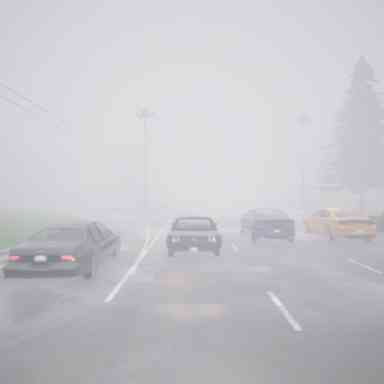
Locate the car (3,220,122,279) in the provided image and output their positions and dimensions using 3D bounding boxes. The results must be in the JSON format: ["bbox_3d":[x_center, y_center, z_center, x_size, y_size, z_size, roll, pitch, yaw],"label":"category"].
[{"bbox_3d":[-3.486,1.561,10.055,2.033,1.411,5.357,0,0,-1],"label":"car"}]

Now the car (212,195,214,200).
[{"bbox_3d":[4.928,1.449,93.318,1.882,1.535,5.008,0,0,17],"label":"car"}]

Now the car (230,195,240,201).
[{"bbox_3d":[11.957,1.610,92.482,2.033,1.411,5.357,0,0,17],"label":"car"}]

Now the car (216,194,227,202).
[{"bbox_3d":[6.994,1.627,82.592,1.812,1.442,4.674,0,0,2],"label":"car"}]

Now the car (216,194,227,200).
[{"bbox_3d":[8.323,1.329,92.473,2.097,1.767,4.553,0,0,17],"label":"car"}]

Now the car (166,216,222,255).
[{"bbox_3d":[0.080,1.618,13.286,1.895,1.301,4.718,0,0,0],"label":"car"}]

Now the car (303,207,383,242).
[{"bbox_3d":[7.088,1.499,16.502,1.882,1.535,5.008,0,0,0],"label":"car"}]

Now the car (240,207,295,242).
[{"bbox_3d":[3.588,1.499,16.496,1.882,1.535,5.008,0,0,0],"label":"car"}]

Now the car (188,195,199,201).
[{"bbox_3d":[0.010,1.657,83.595,1.994,1.385,4.181,0,0,2],"label":"car"}]

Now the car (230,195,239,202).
[{"bbox_3d":[10.488,1.602,82.204,1.837,1.490,4.892,0,0,2],"label":"car"}]

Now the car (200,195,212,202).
[{"bbox_3d":[3.505,1.604,83.297,1.837,1.490,4.892,0,0,2],"label":"car"}]
